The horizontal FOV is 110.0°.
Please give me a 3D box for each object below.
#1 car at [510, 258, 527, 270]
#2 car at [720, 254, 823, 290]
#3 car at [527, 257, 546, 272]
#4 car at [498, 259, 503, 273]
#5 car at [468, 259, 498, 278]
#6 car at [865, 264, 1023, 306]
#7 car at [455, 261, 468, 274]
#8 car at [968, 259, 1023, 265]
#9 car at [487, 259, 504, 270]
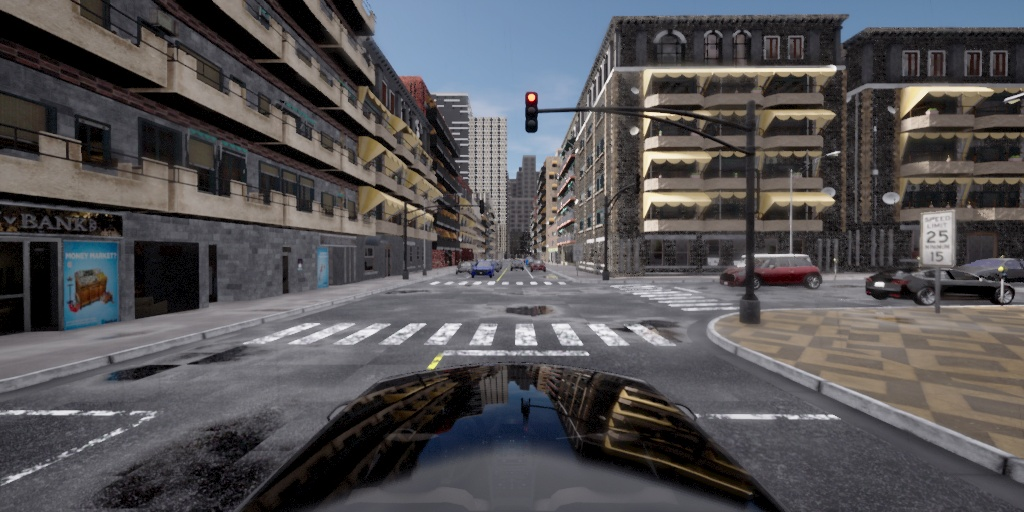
[{"bbox_3d":[0.740,1.305,52.290,2.033,1.411,5.357,0,0,1],"label":"car"},{"bbox_3d":[13.778,0.847,19.307,4.553,1.767,2.097,-1,0,1],"label":"car"},{"bbox_3d":[3.239,1.194,45.451,1.967,1.591,4.097,0,0,1],"label":"car"},{"bbox_3d":[-2.557,1.317,44.022,1.994,1.385,4.181,0,0,2],"label":"car"},{"bbox_3d":[-2.696,1.227,34.065,1.882,1.535,5.008,0,0,1],"label":"car"},{"bbox_3d":[15.918,1.076,13.502,4.313,1.339,1.948,0,0,0],"label":"car"},{"bbox_3d":[-5.211,1.302,40.036,2.007,1.370,4.403,0,0,1],"label":"car"},{"bbox_3d":[26.255,0.846,19.301,5.357,1.411,2.033,-1,0,0],"label":"car"},{"bbox_3d":[-2.432,1.250,53.997,2.128,1.511,4.902,0,0,1],"label":"car"}]
